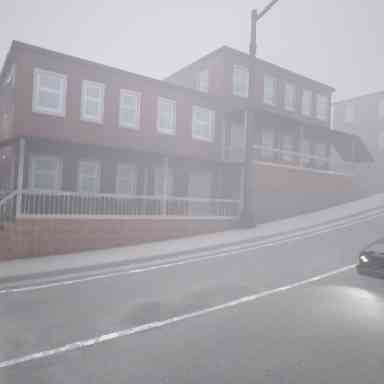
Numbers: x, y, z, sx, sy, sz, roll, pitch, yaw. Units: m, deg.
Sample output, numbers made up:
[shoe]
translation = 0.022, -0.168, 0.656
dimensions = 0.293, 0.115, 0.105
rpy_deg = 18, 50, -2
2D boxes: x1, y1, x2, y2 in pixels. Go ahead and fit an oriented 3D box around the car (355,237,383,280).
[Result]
[car]
translation = 6.255, 1.173, 8.101
dimensions = 5.357, 1.411, 2.033
rpy_deg = -5, 3, -33
